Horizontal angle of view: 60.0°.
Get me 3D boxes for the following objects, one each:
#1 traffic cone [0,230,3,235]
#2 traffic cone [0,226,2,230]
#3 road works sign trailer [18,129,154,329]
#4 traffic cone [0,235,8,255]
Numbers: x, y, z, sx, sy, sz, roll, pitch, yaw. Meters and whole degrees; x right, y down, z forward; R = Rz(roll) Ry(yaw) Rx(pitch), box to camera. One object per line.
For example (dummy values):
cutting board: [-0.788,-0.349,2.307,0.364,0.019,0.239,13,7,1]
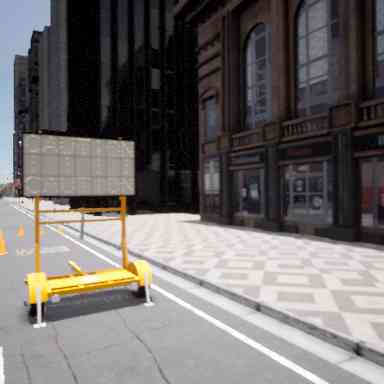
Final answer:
traffic cone: [-8.219,2.083,14.384,0.340,0.580,0.340,0,0,-31]
traffic cone: [-9.242,2.099,16.103,0.340,0.580,0.340,0,0,-31]
road works sign trailer: [-2.444,0.511,7.362,2.380,3.560,2.880,0,0,-31]
traffic cone: [-7.197,2.067,12.665,0.340,0.580,0.340,0,0,-31]
